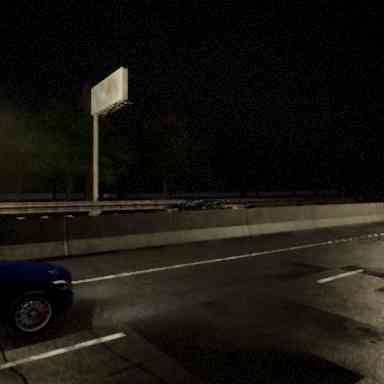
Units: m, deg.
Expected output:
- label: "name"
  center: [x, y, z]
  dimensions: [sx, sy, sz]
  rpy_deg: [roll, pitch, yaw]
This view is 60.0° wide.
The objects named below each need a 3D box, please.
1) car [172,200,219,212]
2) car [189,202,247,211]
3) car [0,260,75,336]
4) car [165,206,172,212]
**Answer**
- label: "car"
  center: [1.186, 1.482, 26.373]
  dimensions: [4.892, 1.490, 1.837]
  rpy_deg: [0, 0, -36]
- label: "car"
  center: [2.446, 1.579, 22.969]
  dimensions: [4.718, 1.301, 1.895]
  rpy_deg: [0, 0, -36]
- label: "car"
  center: [-4.237, 1.527, 5.023]
  dimensions: [4.674, 1.442, 1.812]
  rpy_deg: [0, 0, -35]
- label: "car"
  center: [-0.138, 1.467, 29.732]
  dimensions: [4.902, 1.511, 2.128]
  rpy_deg: [0, 0, -36]
